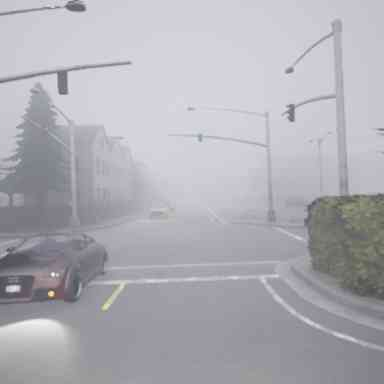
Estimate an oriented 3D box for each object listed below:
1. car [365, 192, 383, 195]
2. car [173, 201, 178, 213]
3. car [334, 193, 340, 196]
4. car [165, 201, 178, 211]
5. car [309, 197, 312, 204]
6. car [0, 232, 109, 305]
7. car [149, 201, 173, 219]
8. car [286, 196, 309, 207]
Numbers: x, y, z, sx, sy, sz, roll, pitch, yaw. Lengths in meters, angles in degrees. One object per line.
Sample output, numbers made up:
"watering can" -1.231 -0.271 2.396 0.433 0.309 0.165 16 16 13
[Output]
"car" 19.181 0.893 32.547 1.905 1.878 3.866 -2 -1 0
"car" -3.467 2.013 46.241 2.097 1.767 4.553 -2 -1 0
"car" 25.628 1.062 57.793 2.152 1.636 5.027 -2 -1 0
"car" -3.385 2.301 56.623 1.837 1.490 4.892 -2 -1 1
"car" 19.217 1.379 57.471 1.970 1.475 3.806 -2 -1 0
"car" -3.488 1.739 8.418 1.994 1.385 4.181 -2 -2 -1
"car" -3.508 2.006 36.212 1.882 1.535 5.008 -2 -1 0
"car" 15.554 1.489 50.423 2.007 1.523 4.514 -2 -1 0
